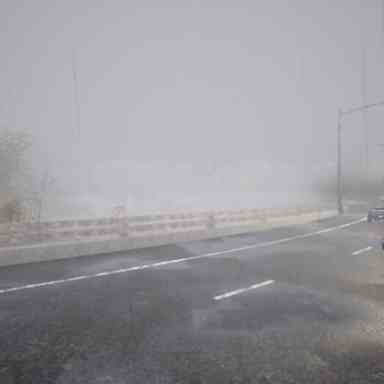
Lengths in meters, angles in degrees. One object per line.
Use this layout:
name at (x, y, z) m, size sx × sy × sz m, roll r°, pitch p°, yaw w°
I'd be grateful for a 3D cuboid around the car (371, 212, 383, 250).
car at (8.661, 1.534, 12.398) m, size 2.033 × 1.411 × 5.357 m, roll 0°, pitch 0°, yaw 44°

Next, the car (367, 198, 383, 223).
car at (14.313, 1.464, 24.551) m, size 2.128 × 1.511 × 4.902 m, roll 0°, pitch 0°, yaw 37°
